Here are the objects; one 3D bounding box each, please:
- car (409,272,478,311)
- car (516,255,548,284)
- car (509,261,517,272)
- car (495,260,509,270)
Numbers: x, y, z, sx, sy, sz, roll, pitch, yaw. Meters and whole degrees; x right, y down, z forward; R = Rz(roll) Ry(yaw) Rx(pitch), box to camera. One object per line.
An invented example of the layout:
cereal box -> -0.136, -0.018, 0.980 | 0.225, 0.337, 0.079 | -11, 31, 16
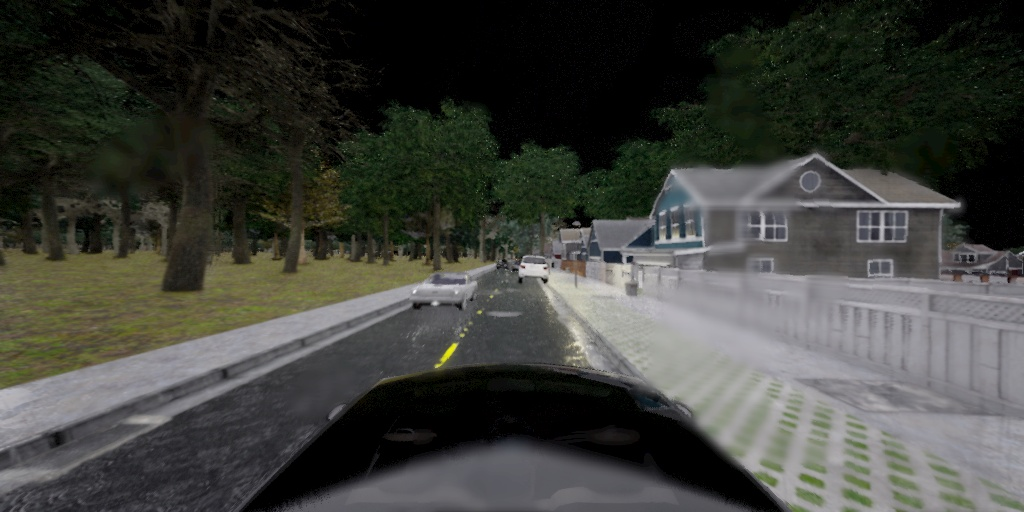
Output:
car -> -2.565, 1.319, 14.414 | 1.895, 1.301, 4.718 | 1, 0, 2
car -> 1.616, 1.044, 27.744 | 2.150, 2.045, 5.566 | 4, -1, 2
car -> 1.057, 1.391, 47.906 | 1.994, 1.385, 4.181 | 1, 0, 2
car -> -1.420, 1.319, 55.428 | 1.837, 1.490, 4.892 | 1, 0, 2
